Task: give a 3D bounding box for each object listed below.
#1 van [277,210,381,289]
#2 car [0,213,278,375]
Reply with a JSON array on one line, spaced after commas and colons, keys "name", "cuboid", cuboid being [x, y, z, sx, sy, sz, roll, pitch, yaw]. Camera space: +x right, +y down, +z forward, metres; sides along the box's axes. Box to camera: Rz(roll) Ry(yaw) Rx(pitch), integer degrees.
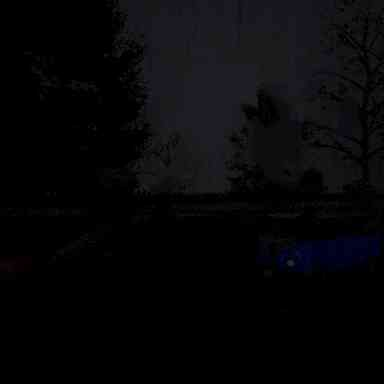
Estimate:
[{"name": "van", "cuboid": [3.504, 1.406, 9.062, 3.998, 1.788, 1.690, 1, 0, -36]}, {"name": "car", "cuboid": [-1.079, 1.334, 5.791, 5.009, 1.841, 2.192, 1, 0, -36]}]
